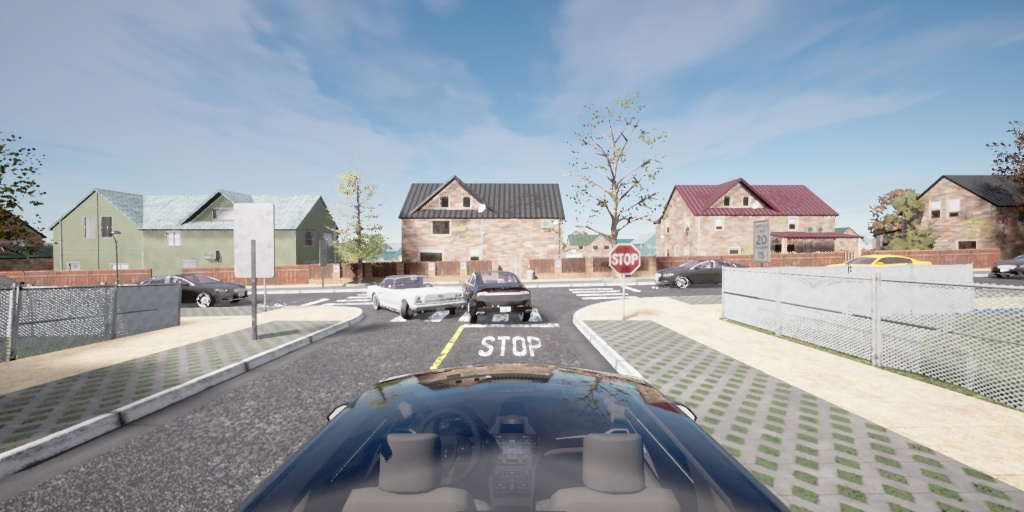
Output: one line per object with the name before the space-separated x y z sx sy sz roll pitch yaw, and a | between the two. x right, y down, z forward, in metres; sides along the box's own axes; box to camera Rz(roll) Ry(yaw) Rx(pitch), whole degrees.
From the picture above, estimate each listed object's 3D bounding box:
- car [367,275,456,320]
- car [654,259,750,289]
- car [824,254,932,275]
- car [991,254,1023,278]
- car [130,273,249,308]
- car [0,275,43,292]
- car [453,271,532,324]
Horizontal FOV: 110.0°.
car | -3.600 1.366 12.977 1.895 1.301 4.718 0 0 -38
car | 10.333 0.923 19.524 4.902 1.511 2.128 -1 1 0
car | 19.763 0.687 19.560 5.008 1.535 1.882 -1 1 -1
car | 29.388 0.475 19.595 4.902 1.511 2.128 -1 1 0
car | -14.900 1.564 16.473 4.902 1.511 2.128 -1 1 0
car | -24.238 1.645 16.434 4.553 1.767 2.097 -1 1 0
car | -0.684 1.241 12.117 2.128 1.511 4.902 0 0 -12
